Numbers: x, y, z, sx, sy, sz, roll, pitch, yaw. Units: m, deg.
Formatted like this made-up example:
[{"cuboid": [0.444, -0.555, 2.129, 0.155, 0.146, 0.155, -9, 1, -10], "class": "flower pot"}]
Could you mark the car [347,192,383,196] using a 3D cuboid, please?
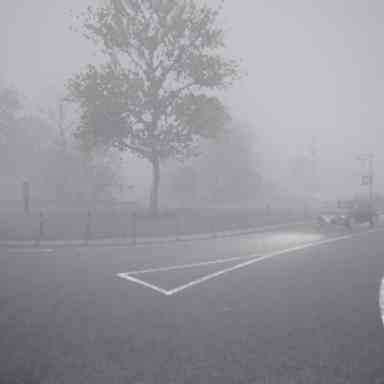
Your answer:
[{"cuboid": [20.240, 0.810, 36.837, 2.185, 1.767, 4.553, 1, 0, -41], "class": "car"}]

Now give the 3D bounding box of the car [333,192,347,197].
[{"cuboid": [22.169, 1.042, 54.951, 1.946, 1.575, 5.366, 1, -1, -41], "class": "car"}]

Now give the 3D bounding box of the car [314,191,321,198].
[{"cuboid": [15.859, 0.932, 49.240, 2.231, 1.521, 4.892, 1, 0, -41], "class": "car"}]

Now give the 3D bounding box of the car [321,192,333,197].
[{"cuboid": [17.983, 0.707, 51.057, 2.435, 2.045, 5.566, 1, 0, -41], "class": "car"}]

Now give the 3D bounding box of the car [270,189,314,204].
[{"cuboid": [13.863, 0.657, 47.471, 2.435, 2.045, 5.566, 1, 0, -41], "class": "car"}]

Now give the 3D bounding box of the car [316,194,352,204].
[{"cuboid": [24.185, 1.092, 56.688, 1.946, 1.575, 5.366, 2, -1, -41], "class": "car"}]

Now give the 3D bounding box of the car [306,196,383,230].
[{"cuboid": [9.059, 1.226, 19.240, 4.902, 1.511, 2.128, -1, 1, -40], "class": "car"}]

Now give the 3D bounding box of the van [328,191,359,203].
[{"cuboid": [26.502, 0.930, 58.286, 1.878, 1.987, 4.442, 2, -1, -41], "class": "van"}]
